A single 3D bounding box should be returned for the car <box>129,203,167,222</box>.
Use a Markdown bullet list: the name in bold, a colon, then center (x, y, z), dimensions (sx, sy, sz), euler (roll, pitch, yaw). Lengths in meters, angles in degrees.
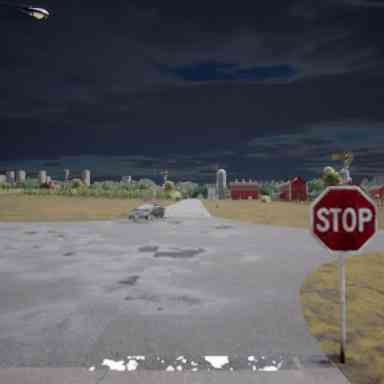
- **car**: center (-3.663, 1.728, 28.808), dimensions (1.812, 1.442, 4.674), euler (1, 0, 19)
